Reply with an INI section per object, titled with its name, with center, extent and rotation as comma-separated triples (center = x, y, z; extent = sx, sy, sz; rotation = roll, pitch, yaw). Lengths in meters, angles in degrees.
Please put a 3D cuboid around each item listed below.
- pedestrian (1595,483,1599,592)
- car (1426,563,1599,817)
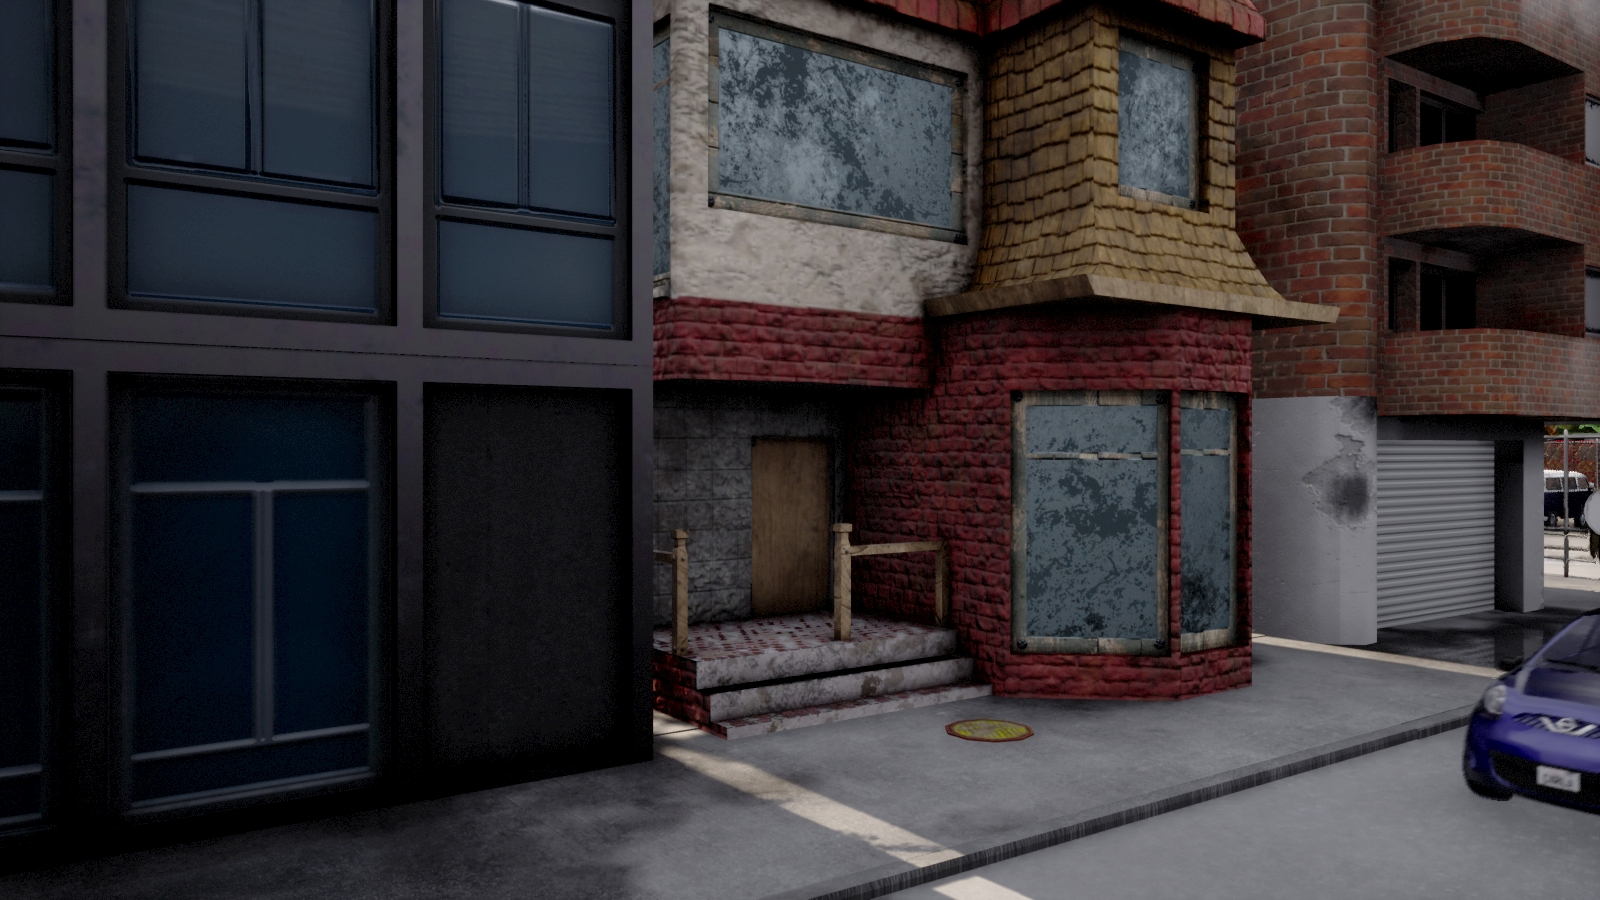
[pedestrian]
center = 13.932, 1.507, 19.653
extent = 0.375, 1.860, 0.375
rotation = 0, 0, 25
[car]
center = 6.923, 1.814, 9.228
extent = 3.633, 1.501, 1.845
rotation = 0, 0, -35
